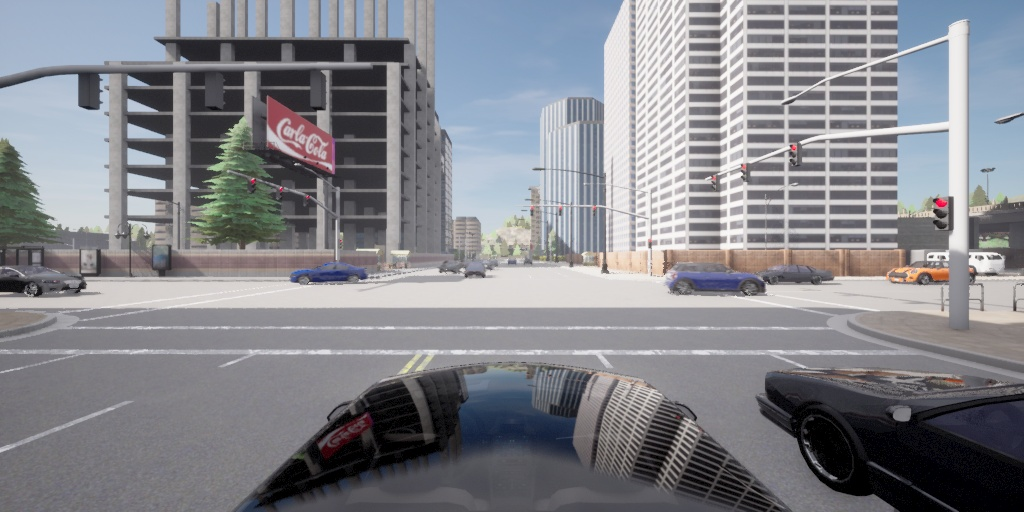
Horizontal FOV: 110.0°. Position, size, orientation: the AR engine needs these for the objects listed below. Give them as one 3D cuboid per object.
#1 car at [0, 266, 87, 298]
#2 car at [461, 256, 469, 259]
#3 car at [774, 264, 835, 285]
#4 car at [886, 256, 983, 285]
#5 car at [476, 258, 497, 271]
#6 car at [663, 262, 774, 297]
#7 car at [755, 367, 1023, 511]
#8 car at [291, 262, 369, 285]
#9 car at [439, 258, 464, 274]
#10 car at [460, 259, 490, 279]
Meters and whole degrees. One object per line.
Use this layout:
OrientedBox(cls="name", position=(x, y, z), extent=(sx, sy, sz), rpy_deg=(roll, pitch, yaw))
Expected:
OrientedBox(cls="car", position=(-24.548, 1.241, 18.079), extent=(4.902, 1.511, 2.128), rpy_deg=(0, 0, 0))
OrientedBox(cls="car", position=(-7.073, 1.249, 55.389), extent=(1.837, 1.490, 4.892), rpy_deg=(0, 2, 0))
OrientedBox(cls="car", position=(19.646, 1.297, 25.495), extent=(5.357, 1.411, 2.033), rpy_deg=(0, 0, 0))
OrientedBox(cls="car", position=(29.655, 1.102, 25.517), extent=(4.553, 1.767, 2.097), rpy_deg=(0, 0, 1))
OrientedBox(cls="car", position=(-3.579, 1.241, 48.848), extent=(2.128, 1.511, 4.902), rpy_deg=(0, 0, 0))
OrientedBox(cls="car", position=(10.443, 1.102, 18.734), extent=(4.553, 1.767, 2.097), rpy_deg=(0, 0, 11))
OrientedBox(cls="car", position=(3.597, 1.297, 1.449), extent=(2.033, 1.411, 5.357), rpy_deg=(0, 0, 0))
OrientedBox(cls="car", position=(-12.967, 1.228, 25.763), extent=(5.008, 1.535, 1.882), rpy_deg=(0, 2, -23))
OrientedBox(cls="car", position=(-7.085, 1.255, 40.940), extent=(1.837, 1.490, 4.892), rpy_deg=(0, 0, 0))
OrientedBox(cls="car", position=(-3.364, 1.297, 33.121), extent=(2.033, 1.411, 5.357), rpy_deg=(0, 0, -3))
